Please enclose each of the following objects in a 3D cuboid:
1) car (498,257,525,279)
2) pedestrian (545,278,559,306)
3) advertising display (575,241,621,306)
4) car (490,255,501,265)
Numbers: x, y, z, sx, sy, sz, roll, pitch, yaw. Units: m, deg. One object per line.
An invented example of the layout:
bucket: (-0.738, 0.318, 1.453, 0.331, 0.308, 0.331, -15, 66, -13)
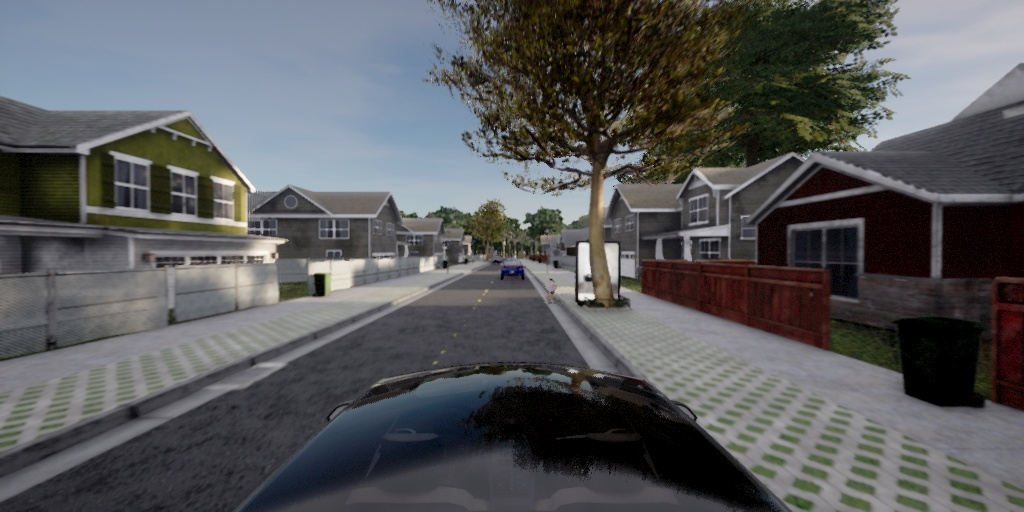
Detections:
car: (0.060, 1.023, 29.676, 1.882, 1.535, 5.008, 0, 1, 0)
pedestrian: (1.551, 1.333, 13.743, 0.500, 1.100, 0.500, 0, 1, -8)
advertising display: (3.009, 0.692, 12.673, 1.540, 2.440, 0.280, 0, 0, 0)
car: (-2.785, 0.681, 64.657, 2.097, 1.767, 4.553, 0, 0, 1)
